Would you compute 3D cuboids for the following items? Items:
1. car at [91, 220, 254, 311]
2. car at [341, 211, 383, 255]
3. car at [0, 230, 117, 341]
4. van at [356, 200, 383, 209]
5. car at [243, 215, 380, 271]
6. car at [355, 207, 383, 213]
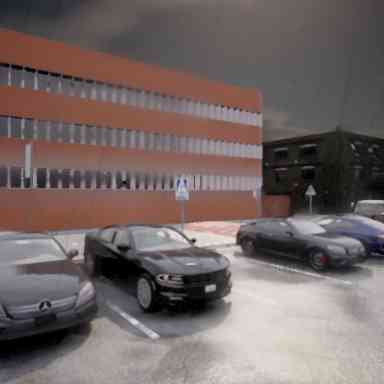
[{"bbox_3d":[-1.106,1.516,8.206,2.097,1.535,5.008,1,0,-36],"label":"car"},{"bbox_3d":[5.796,1.629,13.126,2.002,1.452,4.674,1,0,-36],"label":"car"},{"bbox_3d":[-3.405,1.529,6.560,2.002,1.452,4.674,1,0,-36],"label":"car"},{"bbox_3d":[10.462,1.411,16.320,1.878,1.987,4.442,1,0,-36],"label":"van"},{"bbox_3d":[3.493,1.606,11.488,2.002,1.452,4.674,1,0,-36],"label":"car"},{"bbox_3d":[8.076,1.643,14.795,2.163,1.488,4.792,1,0,-36],"label":"car"}]
